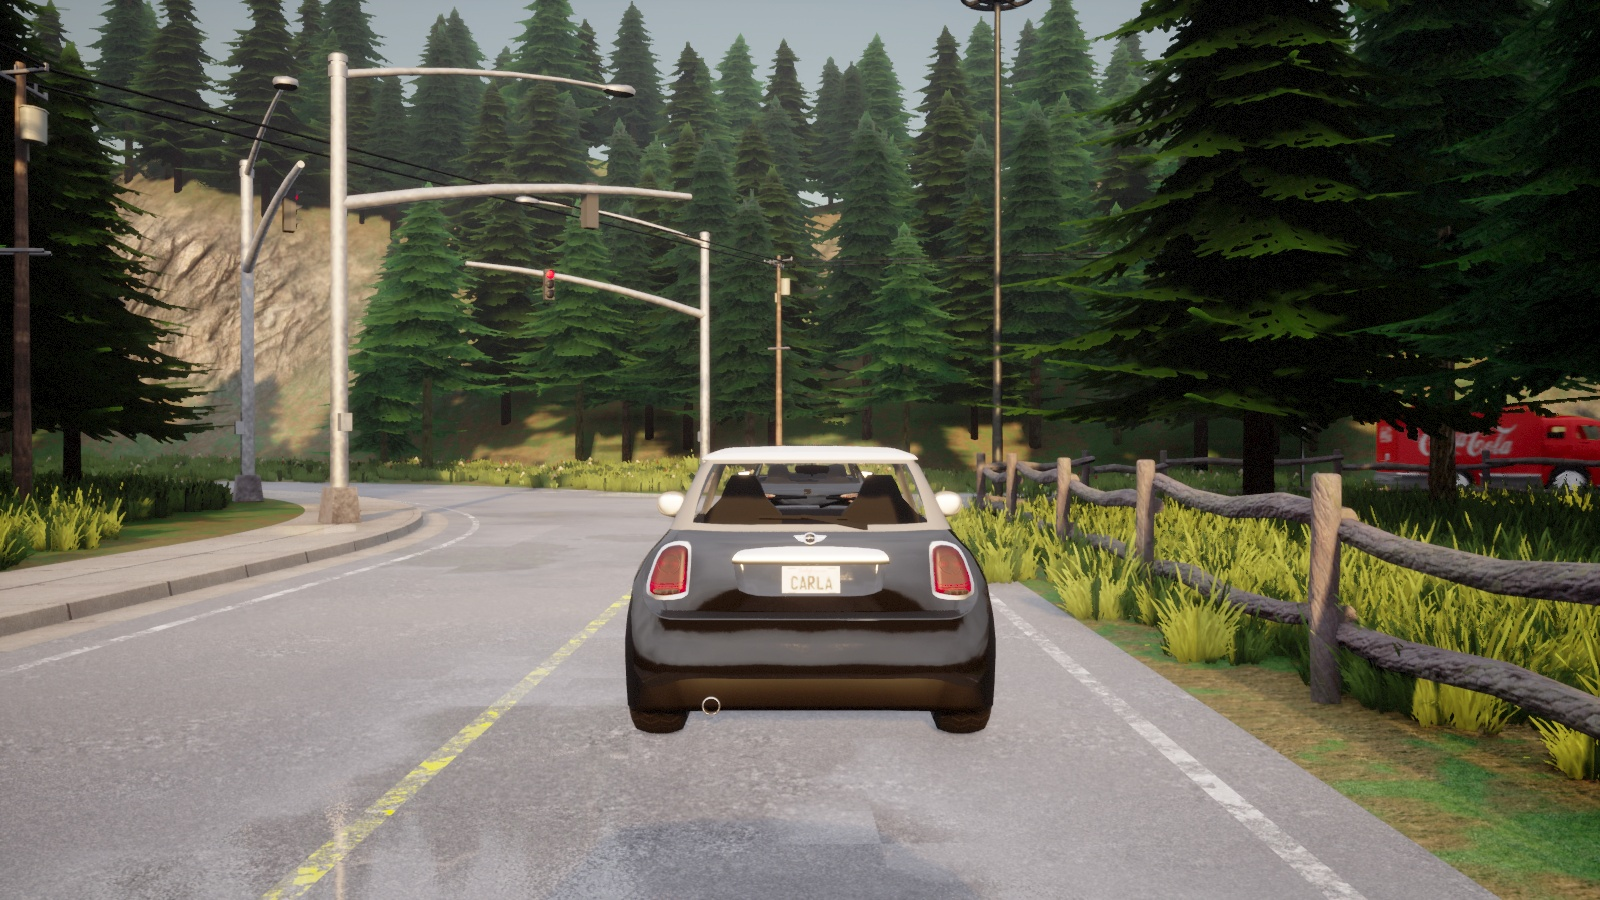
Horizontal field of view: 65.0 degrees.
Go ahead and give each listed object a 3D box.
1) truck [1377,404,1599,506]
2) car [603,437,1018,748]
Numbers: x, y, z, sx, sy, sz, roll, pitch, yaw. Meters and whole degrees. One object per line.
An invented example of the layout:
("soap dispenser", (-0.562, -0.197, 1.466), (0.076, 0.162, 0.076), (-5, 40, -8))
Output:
("truck", (17.886, 0.119, 32.187), (5.204, 2.467, 2.627), (0, 0, 13))
("car", (0.058, 0.668, 7.864), (1.970, 1.475, 3.806), (0, 0, 0))
